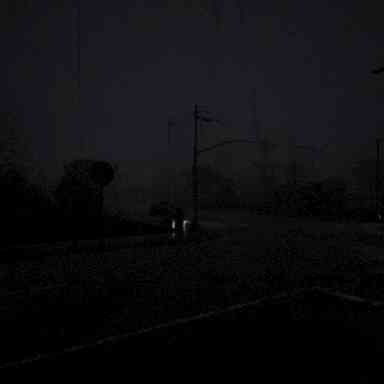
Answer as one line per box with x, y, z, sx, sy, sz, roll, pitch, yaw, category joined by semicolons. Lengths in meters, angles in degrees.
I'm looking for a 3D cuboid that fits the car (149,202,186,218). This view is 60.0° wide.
-2.408;1.692;31.417;2.128;1.511;4.902;1;0;-32;car
